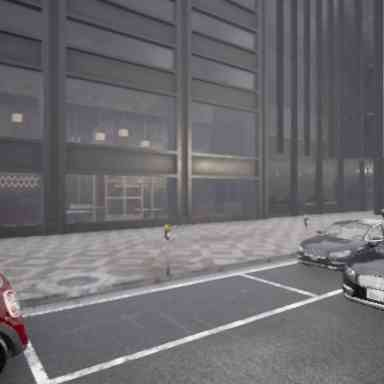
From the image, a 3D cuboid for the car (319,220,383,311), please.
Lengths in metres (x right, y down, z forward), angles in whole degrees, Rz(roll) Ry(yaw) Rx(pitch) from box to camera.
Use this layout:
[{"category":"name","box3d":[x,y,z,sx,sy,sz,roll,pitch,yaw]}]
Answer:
[{"category":"car","box3d":[5.125,1.470,7.007,4.902,1.511,2.128,0,0,-35]}]

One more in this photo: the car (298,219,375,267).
[{"category":"car","box3d":[5.039,1.525,10.132,4.403,1.369,2.008,0,0,-36]}]

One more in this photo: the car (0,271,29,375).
[{"category":"car","box3d":[-4.140,1.443,3.578,4.097,1.590,1.967,0,0,-36]}]
